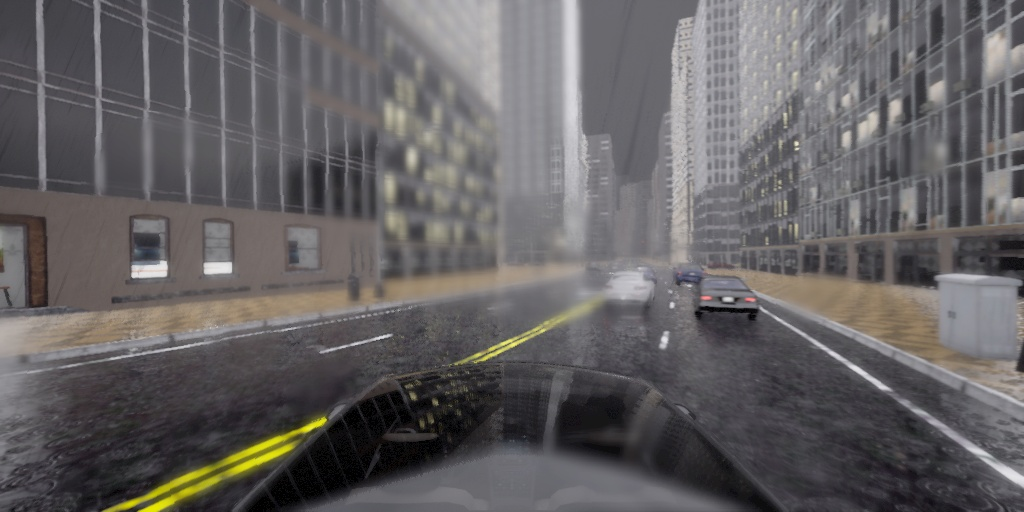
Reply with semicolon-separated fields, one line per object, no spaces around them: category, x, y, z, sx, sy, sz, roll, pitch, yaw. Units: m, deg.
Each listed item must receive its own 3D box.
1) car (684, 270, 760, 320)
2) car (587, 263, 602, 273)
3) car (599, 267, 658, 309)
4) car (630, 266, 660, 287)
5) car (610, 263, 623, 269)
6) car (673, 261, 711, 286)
car;7.715;1.412;13.381;2.033;1.411;5.357;0;-1;24
car;12.497;1.779;54.251;1.882;1.535;5.008;0;-1;19
car;5.343;1.424;16.018;1.812;1.442;4.674;0;0;25
car;10.636;1.571;28.664;2.033;1.411;5.357;0;-1;21
car;15.590;1.770;53.252;2.128;1.511;4.902;0;-1;19
car;13.978;1.359;28.326;2.097;1.767;4.553;0;-1;21
